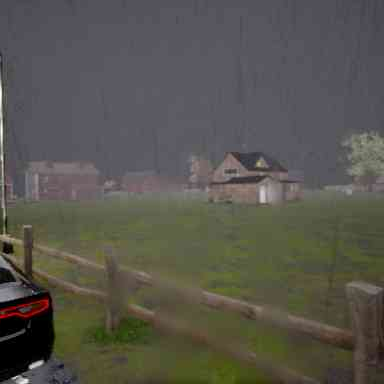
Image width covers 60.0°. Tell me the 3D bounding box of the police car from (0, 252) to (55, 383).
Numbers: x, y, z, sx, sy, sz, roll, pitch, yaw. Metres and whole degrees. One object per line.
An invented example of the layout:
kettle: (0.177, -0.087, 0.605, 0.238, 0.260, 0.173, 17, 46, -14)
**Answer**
police car: (-3.894, 1.449, 5.019, 5.238, 1.638, 1.930, -1, 1, 45)
